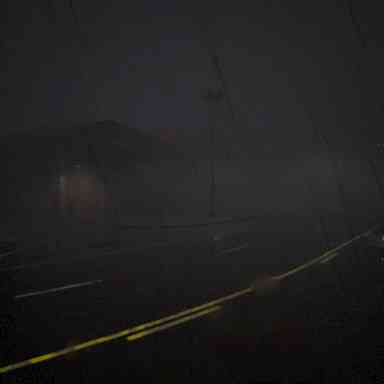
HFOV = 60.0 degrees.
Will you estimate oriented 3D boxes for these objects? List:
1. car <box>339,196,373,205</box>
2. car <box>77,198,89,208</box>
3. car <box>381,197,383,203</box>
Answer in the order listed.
[{"bbox_3d":[25.867,1.350,52.521,4.902,1.511,2.128,-1,0,10],"label":"car"},{"bbox_3d":[-17.150,1.913,55.707,4.611,1.667,2.242,-1,0,37],"label":"car"},{"bbox_3d":[36.694,1.282,62.235,1.994,1.385,4.181,-1,0,37],"label":"car"}]
